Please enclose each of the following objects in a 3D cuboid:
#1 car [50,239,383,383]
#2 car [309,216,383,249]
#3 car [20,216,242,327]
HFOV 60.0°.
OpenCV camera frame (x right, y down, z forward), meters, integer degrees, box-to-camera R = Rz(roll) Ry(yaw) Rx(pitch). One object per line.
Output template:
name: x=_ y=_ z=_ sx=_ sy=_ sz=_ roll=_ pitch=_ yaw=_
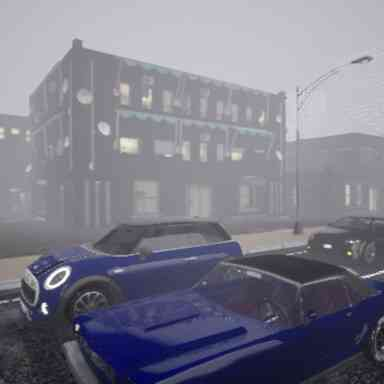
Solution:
car: x=0.903 y=1.605 z=4.330 sx=4.718 sy=1.301 sz=1.895 roll=0 pitch=0 yaw=-35
car: x=6.004 y=1.577 z=11.966 sx=4.181 sy=1.385 sz=1.994 roll=0 pitch=0 yaw=-36
car: x=-1.029 y=1.356 z=6.971 sx=4.553 sy=1.767 sz=2.097 roll=0 pitch=0 yaw=-35
